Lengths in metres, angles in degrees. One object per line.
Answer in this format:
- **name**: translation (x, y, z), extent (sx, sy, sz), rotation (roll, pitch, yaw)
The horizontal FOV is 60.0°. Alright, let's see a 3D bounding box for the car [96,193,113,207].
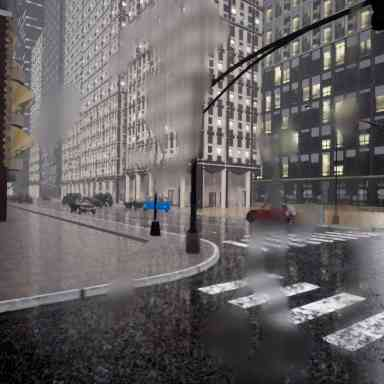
- **car**: translation (-14.448, 1.255, 53.171), extent (2.150, 2.045, 5.566), rotation (1, -1, -35)

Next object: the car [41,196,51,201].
- **car**: translation (-36.737, 1.571, 83.825), extent (1.802, 1.307, 4.206), rotation (1, -1, -35)

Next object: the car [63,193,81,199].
- **car**: translation (-20.002, 1.182, 55.628), extent (2.150, 2.045, 5.566), rotation (1, -1, -35)

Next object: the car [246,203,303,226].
- **car**: translation (5.785, 1.505, 23.957), extent (1.967, 1.590, 4.097), rotation (1, -1, -35)

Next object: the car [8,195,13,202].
- **car**: translation (-37.026, 1.397, 69.763), extent (1.947, 1.339, 4.313), rotation (1, -1, -35)

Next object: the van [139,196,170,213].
- **van**: translation (-4.026, 1.382, 37.774), extent (1.690, 1.788, 3.998), rotation (1, -1, -35)

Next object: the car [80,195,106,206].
- **car**: translation (-14.540, 1.536, 48.024), extent (1.994, 1.385, 4.181), rotation (1, -1, -37)

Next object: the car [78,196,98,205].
- **car**: translation (-18.456, 1.526, 58.874), extent (1.837, 1.490, 4.892), rotation (1, -1, -35)

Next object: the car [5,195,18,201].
- **car**: translation (-40.296, 1.378, 74.369), extent (2.008, 1.369, 4.403), rotation (1, -1, -35)

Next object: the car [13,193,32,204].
- **car**: translation (-30.481, 1.155, 60.555), extent (2.192, 1.841, 5.009), rotation (1, -1, -35)

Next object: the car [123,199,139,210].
- **car**: translation (-7.300, 1.584, 42.378), extent (2.008, 1.369, 4.403), rotation (1, -1, -35)

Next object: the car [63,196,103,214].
- **car**: translation (-10.861, 1.427, 32.921), extent (2.008, 1.369, 4.403), rotation (1, -1, -35)
